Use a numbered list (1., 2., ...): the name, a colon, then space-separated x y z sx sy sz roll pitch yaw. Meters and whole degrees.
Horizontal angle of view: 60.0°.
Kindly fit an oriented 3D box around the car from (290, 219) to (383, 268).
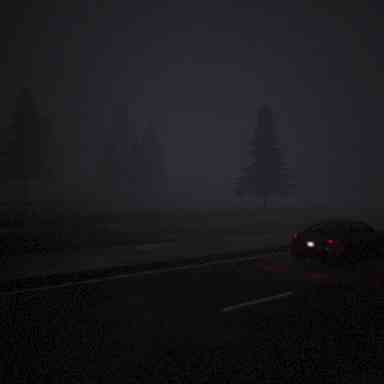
1. car: 5.452 1.672 11.858 4.181 1.385 1.994 1 0 -35
